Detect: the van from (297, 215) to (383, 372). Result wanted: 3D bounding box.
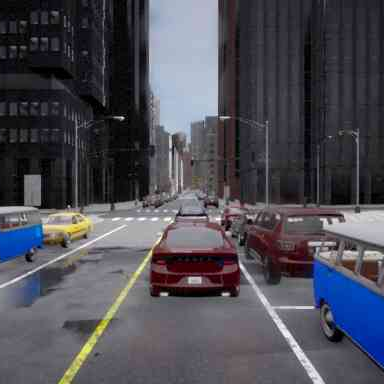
[{"bbox_3d":[2.760,1.341,3.900,1.690,1.788,3.998,0,0,0],"label":"van"}]

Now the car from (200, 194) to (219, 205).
[{"bbox_3d":[2.724,1.337,47.518,2.192,1.841,5.009,0,0,0],"label":"car"}]

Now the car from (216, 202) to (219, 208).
[{"bbox_3d":[2.745,1.548,20.477,1.887,1.381,4.507,0,0,0],"label":"car"}]

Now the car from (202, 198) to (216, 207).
[{"bbox_3d":[2.721,1.594,53.162,1.947,1.339,4.313,0,0,0],"label":"car"}]

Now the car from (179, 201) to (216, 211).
[{"bbox_3d":[-0.011,1.494,19.024,2.128,1.511,4.902,0,0,0],"label":"car"}]

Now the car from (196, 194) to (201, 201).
[{"bbox_3d":[2.697,1.642,87.024,1.887,1.381,4.507,0,0,0],"label":"car"}]

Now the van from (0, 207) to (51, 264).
[{"bbox_3d":[-5.775,1.341,9.433,1.690,1.788,3.998,0,0,0],"label":"van"}]

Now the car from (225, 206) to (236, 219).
[{"bbox_3d":[2.750,1.552,14.952,2.008,1.369,4.403,0,0,0],"label":"car"}]

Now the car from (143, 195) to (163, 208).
[{"bbox_3d":[-5.801,1.337,47.521,2.192,1.841,5.009,0,0,0],"label":"car"}]

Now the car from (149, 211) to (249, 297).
[{"bbox_3d":[0.061,1.478,8.615,1.882,1.535,5.008,0,0,0],"label":"car"}]

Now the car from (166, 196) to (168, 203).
[{"bbox_3d":[-5.808,1.602,58.807,1.947,1.339,4.313,0,0,0],"label":"car"}]

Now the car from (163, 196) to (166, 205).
[{"bbox_3d":[-5.805,1.344,53.165,2.192,1.841,5.009,0,0,0],"label":"car"}]

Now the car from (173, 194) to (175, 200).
[{"bbox_3d":[-5.825,1.627,81.381,1.887,1.381,4.507,0,0,0],"label":"car"}]

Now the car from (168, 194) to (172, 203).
[{"bbox_3d":[-5.816,1.622,70.094,1.947,1.339,4.313,0,0,0],"label":"car"}]

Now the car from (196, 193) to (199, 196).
[{"bbox_3d":[2.693,1.677,92.669,1.947,1.339,4.313,0,0,0],"label":"car"}]

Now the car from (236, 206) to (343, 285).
[{"bbox_3d":[2.755,1.315,9.426,2.192,1.841,5.009,0,0,0],"label":"car"}]

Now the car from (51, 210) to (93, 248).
[{"bbox_3d":[-5.777,1.527,14.787,1.752,1.417,4.829,0,0,0],"label":"car"}]
